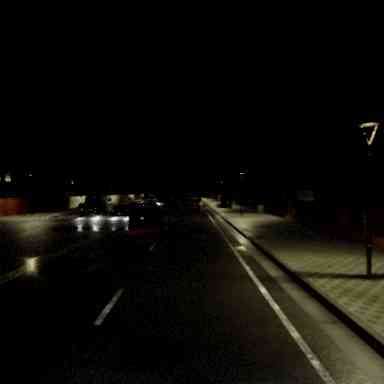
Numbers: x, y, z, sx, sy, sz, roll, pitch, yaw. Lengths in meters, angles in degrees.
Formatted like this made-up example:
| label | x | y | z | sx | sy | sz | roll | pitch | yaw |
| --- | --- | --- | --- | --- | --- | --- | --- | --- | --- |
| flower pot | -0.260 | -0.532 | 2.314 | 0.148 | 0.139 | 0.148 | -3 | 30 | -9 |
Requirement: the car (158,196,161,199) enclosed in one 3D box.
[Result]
| label | x | y | z | sx | sy | sz | roll | pitch | yaw |
| --- | --- | --- | --- | --- | --- | --- | --- | --- | --- |
| car | -6.458 | 1.641 | 73.700 | 1.895 | 1.301 | 4.718 | 0 | 0 | 0 |

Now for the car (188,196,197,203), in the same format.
| label | x | y | z | sx | sy | sz | roll | pitch | yaw |
| --- | --- | --- | --- | --- | --- | --- | --- | --- | --- |
| car | 0.041 | 1.603 | 71.717 | 2.128 | 1.511 | 4.902 | 0 | 0 | 0 |

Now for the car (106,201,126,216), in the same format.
| label | x | y | z | sx | sy | sz | roll | pitch | yaw |
| --- | --- | --- | --- | --- | --- | --- | --- | --- | --- |
| car | -6.578 | 1.578 | 32.837 | 2.033 | 1.411 | 5.357 | 0 | 0 | 0 |

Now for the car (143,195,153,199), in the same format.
| label | x | y | z | sx | sy | sz | roll | pitch | yaw |
| --- | --- | --- | --- | --- | --- | --- | --- | --- | --- |
| car | -9.709 | 1.543 | 74.148 | 1.837 | 1.490 | 4.892 | 0 | 0 | 0 |

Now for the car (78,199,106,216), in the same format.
| label | x | y | z | sx | sy | sz | roll | pitch | yaw |
| --- | --- | --- | --- | --- | --- | --- | --- | --- | --- |
| car | -9.825 | 1.537 | 33.325 | 1.837 | 1.490 | 4.892 | 0 | 0 | 0 |

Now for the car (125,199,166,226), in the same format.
| label | x | y | z | sx | sy | sz | roll | pitch | yaw |
| --- | --- | --- | --- | --- | --- | --- | --- | --- | --- |
| car | -3.136 | 1.496 | 23.440 | 1.882 | 1.535 | 5.008 | 0 | 0 | 0 |

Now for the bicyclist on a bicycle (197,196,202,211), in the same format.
| label | x | y | z | sx | sy | sz | roll | pitch | yaw |
| --- | --- | --- | --- | --- | --- | --- | --- | --- | --- |
| bicyclist on a bicycle | 0.915 | 1.410 | 40.796 | 0.659 | 1.776 | 1.843 | 0 | 0 | 0 |

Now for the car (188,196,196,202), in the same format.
| label | x | y | z | sx | sy | sz | roll | pitch | yaw |
| --- | --- | --- | --- | --- | --- | --- | --- | --- | --- |
| car | 0.045 | 1.620 | 82.202 | 1.812 | 1.442 | 4.674 | 0 | 0 | 0 |

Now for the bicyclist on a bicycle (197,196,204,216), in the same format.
| label | x | y | z | sx | sy | sz | roll | pitch | yaw |
| --- | --- | --- | --- | --- | --- | --- | --- | --- | --- |
| bicyclist on a bicycle | 0.907 | 1.466 | 32.270 | 0.866 | 1.612 | 1.509 | 0 | 0 | 0 |

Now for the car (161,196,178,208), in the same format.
| label | x | y | z | sx | sy | sz | roll | pitch | yaw |
| --- | --- | --- | --- | --- | --- | --- | --- | --- | --- |
| car | -3.122 | 1.529 | 49.808 | 1.882 | 1.535 | 5.008 | 0 | 0 | 0 |
